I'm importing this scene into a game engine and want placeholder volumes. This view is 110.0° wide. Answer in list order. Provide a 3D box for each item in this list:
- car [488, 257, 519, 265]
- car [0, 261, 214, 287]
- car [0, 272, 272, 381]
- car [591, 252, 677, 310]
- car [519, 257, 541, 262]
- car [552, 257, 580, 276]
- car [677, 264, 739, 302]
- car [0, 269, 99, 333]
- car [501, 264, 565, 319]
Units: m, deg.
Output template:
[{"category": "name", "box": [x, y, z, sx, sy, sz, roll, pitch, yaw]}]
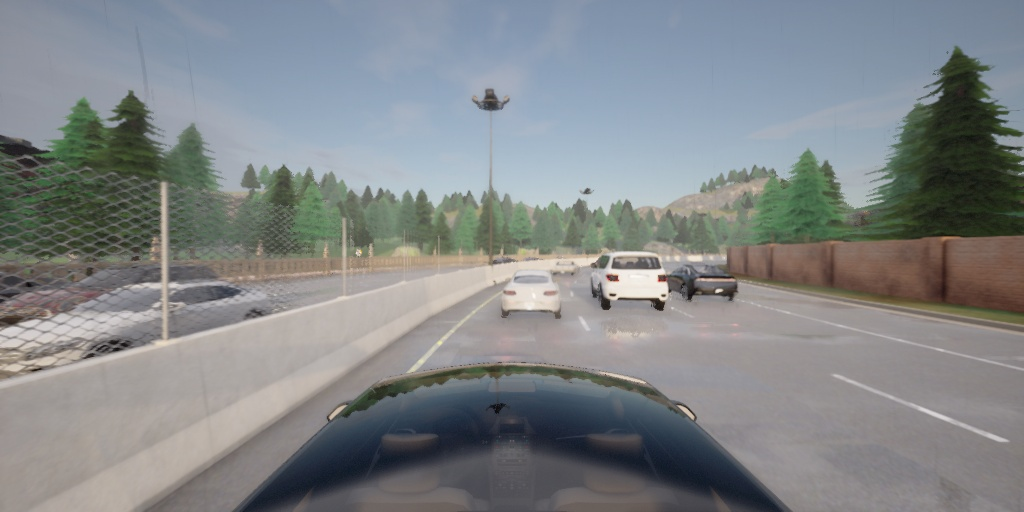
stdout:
[{"category": "car", "box": [-1.482, 0.817, 53.623, 2.033, 1.411, 5.357, 0, 1, 27]}, {"category": "car", "box": [-10.200, 1.024, 9.714, 2.097, 1.767, 4.553, 0, 0, 4]}, {"category": "car", "box": [-6.887, 1.224, 6.994, 1.812, 1.442, 4.674, 0, 1, 3]}, {"category": "car", "box": [4.431, 0.858, 14.243, 2.150, 2.045, 5.566, 0, 1, 7]}, {"category": "car", "box": [2.644, 0.817, 53.872, 2.033, 1.411, 5.357, 0, 1, 29]}, {"category": "car", "box": [5.041, 1.066, 32.746, 1.895, 1.301, 4.718, 0, 1, 18]}, {"category": "car", "box": [8.241, 1.112, 16.091, 2.128, 1.511, 4.902, 0, 1, 8]}, {"category": "car", "box": [-13.800, 1.185, 8.647, 1.837, 1.490, 4.892, 0, 1, 4]}, {"category": "car", "box": [0.720, 1.178, 12.329, 1.812, 1.442, 4.674, 0, 1, 6]}]
